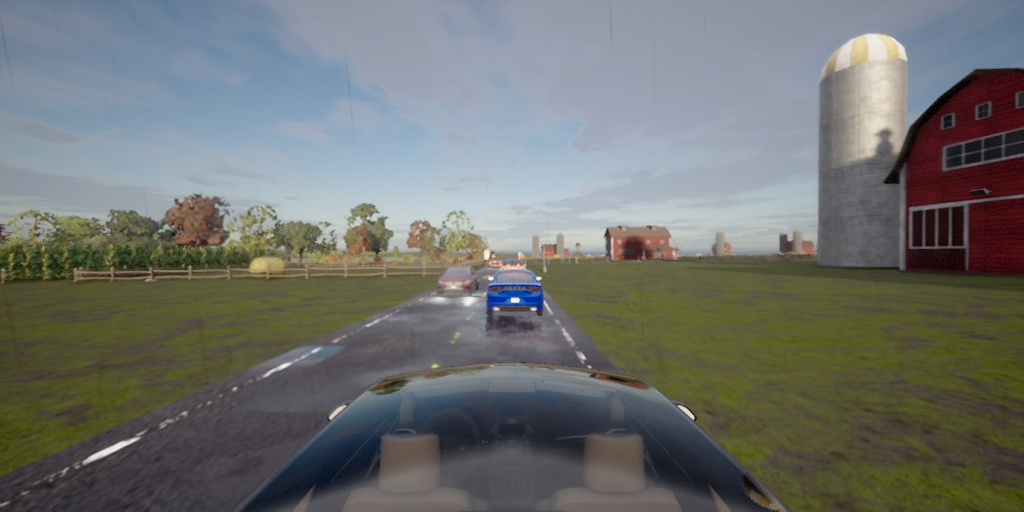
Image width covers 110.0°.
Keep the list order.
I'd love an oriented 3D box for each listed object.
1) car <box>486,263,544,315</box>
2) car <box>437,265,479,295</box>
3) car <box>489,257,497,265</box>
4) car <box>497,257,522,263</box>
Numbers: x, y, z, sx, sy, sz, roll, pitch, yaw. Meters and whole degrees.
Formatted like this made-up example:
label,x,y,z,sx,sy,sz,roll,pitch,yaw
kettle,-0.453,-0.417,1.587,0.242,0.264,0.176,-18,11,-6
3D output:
label,x,y,z,sx,sy,sz,roll,pitch,yaw
car,0.108,1.214,13.568,1.882,1.535,5.008,0,0,0
car,-2.851,1.254,19.782,1.812,1.442,4.674,0,0,0
car,-2.798,1.025,61.208,2.097,1.767,4.553,0,0,1
car,0.098,1.067,29.180,2.097,1.767,4.553,0,0,0
